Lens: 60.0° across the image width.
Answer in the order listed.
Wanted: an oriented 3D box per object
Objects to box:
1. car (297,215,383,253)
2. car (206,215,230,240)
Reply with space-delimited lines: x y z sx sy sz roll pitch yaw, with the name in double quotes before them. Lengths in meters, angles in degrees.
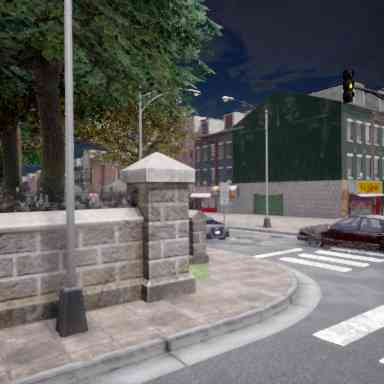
"car" 6.815 1.613 13.017 2.033 1.411 5.357 -1 0 -36
"car" 0.047 1.773 17.416 1.994 1.385 4.181 -1 0 -36
